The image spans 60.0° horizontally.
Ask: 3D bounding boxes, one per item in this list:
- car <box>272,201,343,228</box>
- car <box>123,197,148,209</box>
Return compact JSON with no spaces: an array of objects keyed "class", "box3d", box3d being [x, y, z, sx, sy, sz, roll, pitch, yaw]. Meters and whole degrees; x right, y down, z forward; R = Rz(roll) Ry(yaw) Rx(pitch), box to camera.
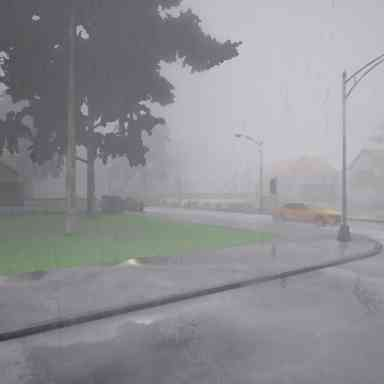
[{"class":"car","box3d":[7.727,1.411,22.499,1.882,1.535,5.008,0,0,-36]},{"class":"car","box3d":[-7.512,1.419,43.803,1.837,1.490,4.892,0,0,-36]}]
